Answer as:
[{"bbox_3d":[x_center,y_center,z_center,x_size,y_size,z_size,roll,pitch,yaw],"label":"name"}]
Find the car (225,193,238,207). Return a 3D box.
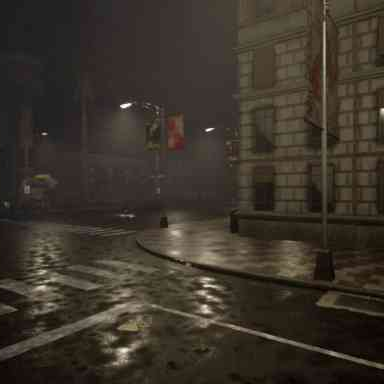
[{"bbox_3d":[7.500,1.221,51.484,5.566,2.045,2.150,0,0,-43],"label":"car"}]

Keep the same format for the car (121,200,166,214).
[{"bbox_3d":[-5.063,1.547,35.667,2.033,1.411,5.357,0,0,36],"label":"car"}]
